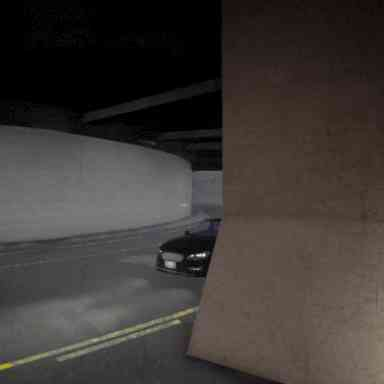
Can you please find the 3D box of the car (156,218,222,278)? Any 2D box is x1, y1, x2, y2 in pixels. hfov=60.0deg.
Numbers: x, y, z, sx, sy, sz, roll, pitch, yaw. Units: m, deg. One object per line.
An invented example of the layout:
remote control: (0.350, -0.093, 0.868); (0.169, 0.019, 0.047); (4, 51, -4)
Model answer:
car: (1.039, 1.564, 10.225); (2.128, 1.511, 4.902); (0, 0, 40)
